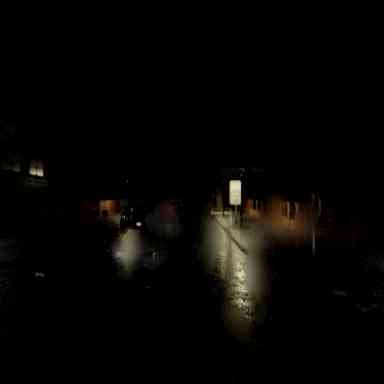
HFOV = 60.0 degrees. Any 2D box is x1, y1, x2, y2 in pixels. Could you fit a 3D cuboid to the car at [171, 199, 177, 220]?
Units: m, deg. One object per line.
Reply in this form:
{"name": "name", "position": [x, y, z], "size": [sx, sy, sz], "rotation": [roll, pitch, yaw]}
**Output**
{"name": "car", "position": [-2.693, 1.530, 29.911], "size": [2.097, 1.767, 4.553], "rotation": [0, -1, 0]}

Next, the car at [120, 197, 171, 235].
{"name": "car", "position": [-2.716, 1.319, 19.877], "size": [2.150, 2.045, 5.566], "rotation": [0, 0, 0]}

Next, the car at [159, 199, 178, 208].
{"name": "car", "position": [-4.335, 2.065, 61.194], "size": [1.882, 1.535, 5.008], "rotation": [1, -2, -25]}
